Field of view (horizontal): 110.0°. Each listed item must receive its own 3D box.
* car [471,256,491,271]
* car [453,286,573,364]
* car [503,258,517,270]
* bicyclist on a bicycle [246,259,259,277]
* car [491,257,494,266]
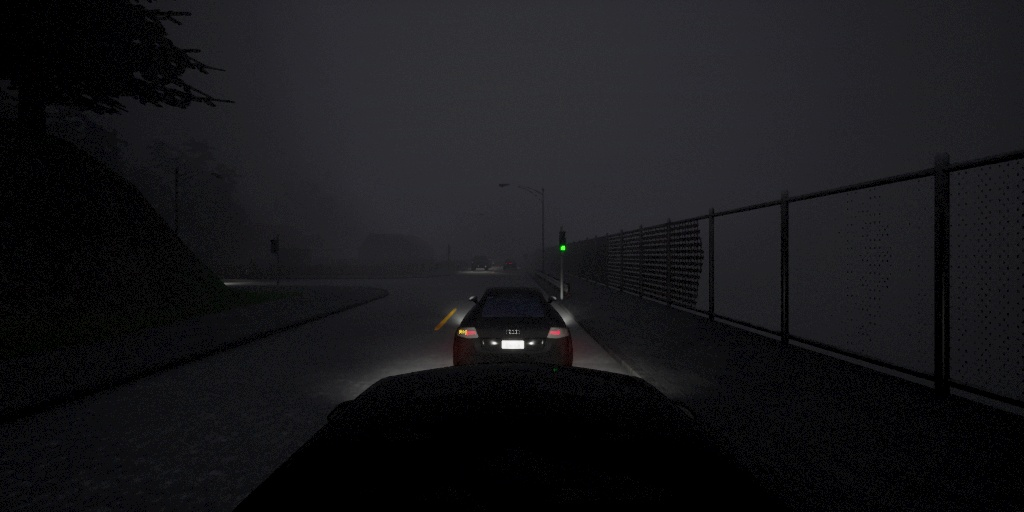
[{"bbox_3d":[-4.478,0.971,50.578,2.150,2.045,5.566,0,0,0],"label":"car"},{"bbox_3d":[0.020,1.314,7.446,1.994,1.385,4.181,0,0,0],"label":"car"},{"bbox_3d":[-0.288,1.242,51.903,2.128,1.511,4.902,0,0,0],"label":"car"},{"bbox_3d":[-24.040,1.098,33.266,0.582,1.620,1.656,0,0,0],"label":"bicyclist on a bicycle"},{"bbox_3d":[-4.537,1.275,60.495,1.812,1.442,4.674,0,0,0],"label":"car"}]
